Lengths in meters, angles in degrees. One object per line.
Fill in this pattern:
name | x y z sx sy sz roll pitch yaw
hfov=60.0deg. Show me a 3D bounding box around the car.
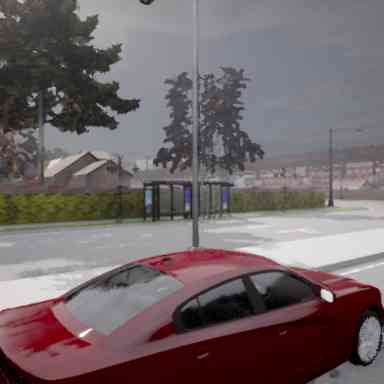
car | 0.412 1.466 4.040 5.008 1.535 1.882 0 0 -35
